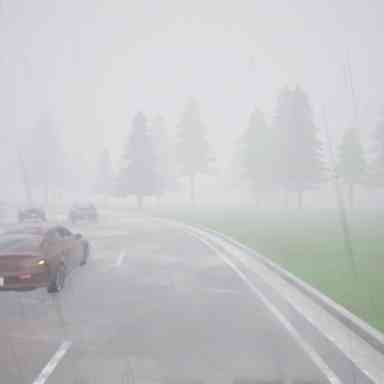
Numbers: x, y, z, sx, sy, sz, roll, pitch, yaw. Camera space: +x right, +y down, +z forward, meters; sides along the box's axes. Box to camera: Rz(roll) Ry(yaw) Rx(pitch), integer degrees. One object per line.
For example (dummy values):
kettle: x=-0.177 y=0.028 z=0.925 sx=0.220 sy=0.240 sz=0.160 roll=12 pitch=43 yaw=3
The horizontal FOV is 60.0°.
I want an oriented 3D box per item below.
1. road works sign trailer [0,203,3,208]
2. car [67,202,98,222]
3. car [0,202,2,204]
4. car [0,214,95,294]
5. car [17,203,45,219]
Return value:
road works sign trailer: x=-30.974 y=0.701 z=51.182 sx=2.880 sy=3.560 sz=2.380 roll=0 pitch=0 yaw=19
car: x=-8.661 y=1.557 z=26.111 sx=2.128 sy=1.511 sz=4.902 roll=0 pitch=0 yaw=-25
car: x=-16.184 y=1.345 z=25.872 sx=2.150 sy=2.045 sz=5.566 roll=0 pitch=0 yaw=-31
car: x=-3.990 y=1.556 z=8.666 sx=1.812 sy=1.442 sz=4.674 roll=0 pitch=0 yaw=-6
car: x=-13.272 y=1.627 z=27.428 sx=1.812 sy=1.442 sz=4.674 roll=0 pitch=0 yaw=-30
